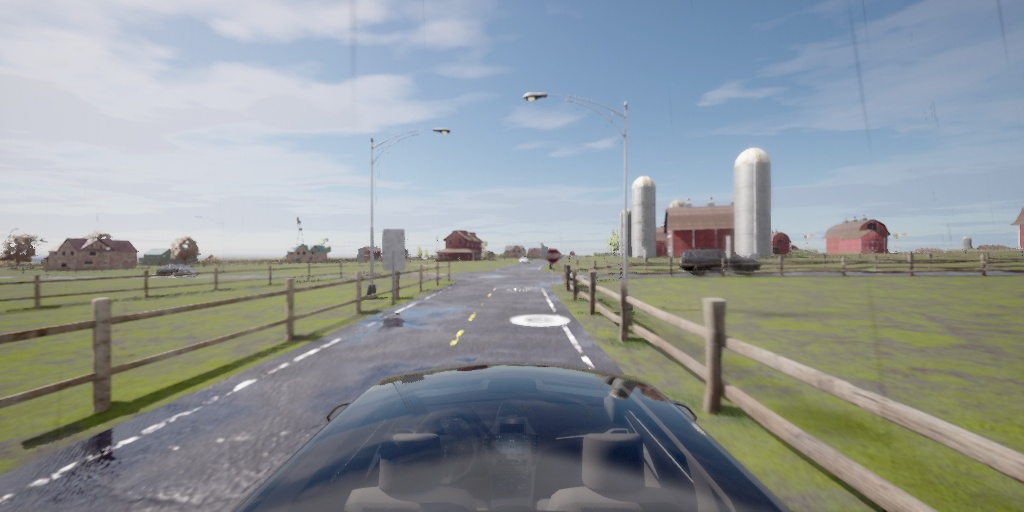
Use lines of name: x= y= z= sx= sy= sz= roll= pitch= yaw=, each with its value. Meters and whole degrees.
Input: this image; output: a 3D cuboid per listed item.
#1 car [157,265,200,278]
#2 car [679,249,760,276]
car: x=-39.118 y=1.741 z=42.076 sx=4.902 sy=1.511 sz=2.128 roll=-1 pitch=-1 yaw=14
car: x=16.293 y=0.500 z=28.447 sx=5.566 sy=2.045 sz=2.150 roll=-1 pitch=-1 yaw=14
